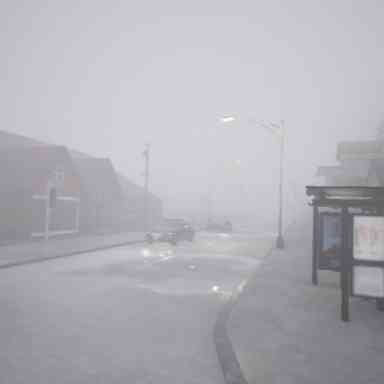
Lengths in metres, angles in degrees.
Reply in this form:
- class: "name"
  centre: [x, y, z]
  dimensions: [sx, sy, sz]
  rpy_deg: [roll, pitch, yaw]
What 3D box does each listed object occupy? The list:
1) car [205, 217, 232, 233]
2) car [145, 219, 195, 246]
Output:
- class: "car"
  centre: [2.756, 3.211, 33.290]
  dimensions: [1.812, 1.442, 4.674]
  rpy_deg: [1, -3, 18]
- class: "car"
  centre: [-1.282, 2.478, 21.144]
  dimensions: [2.128, 1.511, 4.902]
  rpy_deg: [1, -3, 18]
